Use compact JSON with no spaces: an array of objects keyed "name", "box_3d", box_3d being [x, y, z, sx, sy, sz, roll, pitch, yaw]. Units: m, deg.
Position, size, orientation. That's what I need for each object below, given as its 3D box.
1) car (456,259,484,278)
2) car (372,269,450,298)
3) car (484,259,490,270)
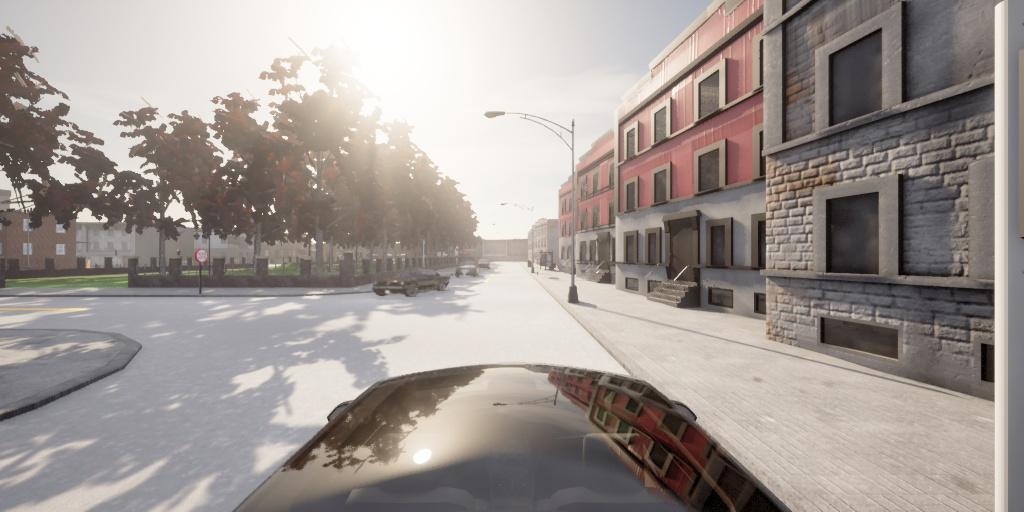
[{"name":"car","box_3d":[-4.185,1.237,34.200,2.128,1.511,4.902,0,0,0]},{"name":"car","box_3d":[-5.093,1.351,18.705,1.895,1.301,4.718,0,0,17]},{"name":"car","box_3d":[-4.214,1.227,52.620,1.882,1.535,5.008,0,0,0]}]
